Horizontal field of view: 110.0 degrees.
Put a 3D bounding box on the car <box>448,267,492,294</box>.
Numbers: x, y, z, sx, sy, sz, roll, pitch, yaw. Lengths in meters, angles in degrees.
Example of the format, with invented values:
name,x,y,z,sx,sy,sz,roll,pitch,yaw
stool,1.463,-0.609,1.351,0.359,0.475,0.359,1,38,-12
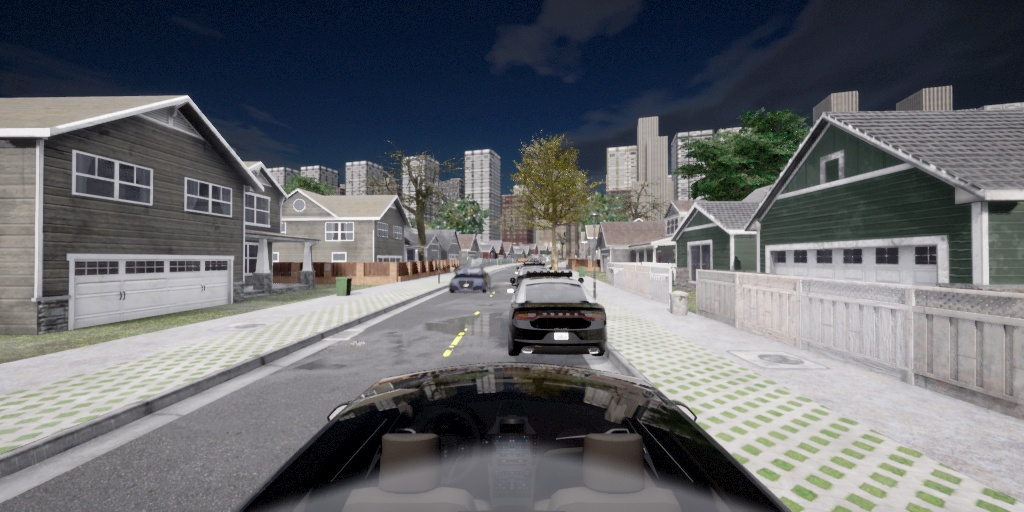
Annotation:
name,x,y,z,sx,sy,sz,roll,pitch,yaw
car,-2.280,1.323,20.472,1.994,1.385,4.181,0,0,2

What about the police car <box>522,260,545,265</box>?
name,x,y,z,sx,sy,sz,roll,pitch,yaw
police car,1.172,1.182,18.704,1.930,1.638,5.238,0,0,2

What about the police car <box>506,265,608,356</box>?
name,x,y,z,sx,sy,sz,roll,pitch,yaw
police car,0.894,1.177,8.751,1.930,1.638,5.238,0,0,1
